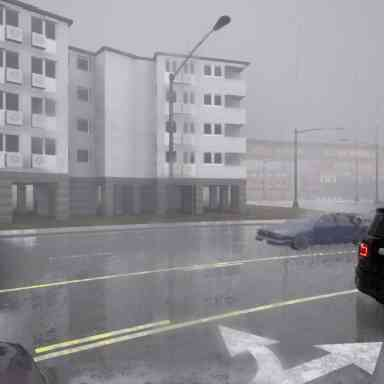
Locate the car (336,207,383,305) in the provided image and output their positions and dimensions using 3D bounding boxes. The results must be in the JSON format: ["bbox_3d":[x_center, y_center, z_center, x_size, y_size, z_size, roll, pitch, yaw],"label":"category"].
[{"bbox_3d":[5.697,1.221,6.288,5.566,2.045,2.150,0,0,-23],"label":"car"}]

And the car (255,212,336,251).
[{"bbox_3d":[5.371,1.548,13.904,5.357,1.411,2.033,0,0,-19],"label":"car"}]

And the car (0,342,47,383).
[{"bbox_3d":[-3.318,1.547,1.238,5.357,1.411,2.033,0,0,-37],"label":"car"}]

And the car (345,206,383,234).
[{"bbox_3d":[11.976,1.548,19.565,5.357,1.411,2.033,0,0,-15],"label":"car"}]
